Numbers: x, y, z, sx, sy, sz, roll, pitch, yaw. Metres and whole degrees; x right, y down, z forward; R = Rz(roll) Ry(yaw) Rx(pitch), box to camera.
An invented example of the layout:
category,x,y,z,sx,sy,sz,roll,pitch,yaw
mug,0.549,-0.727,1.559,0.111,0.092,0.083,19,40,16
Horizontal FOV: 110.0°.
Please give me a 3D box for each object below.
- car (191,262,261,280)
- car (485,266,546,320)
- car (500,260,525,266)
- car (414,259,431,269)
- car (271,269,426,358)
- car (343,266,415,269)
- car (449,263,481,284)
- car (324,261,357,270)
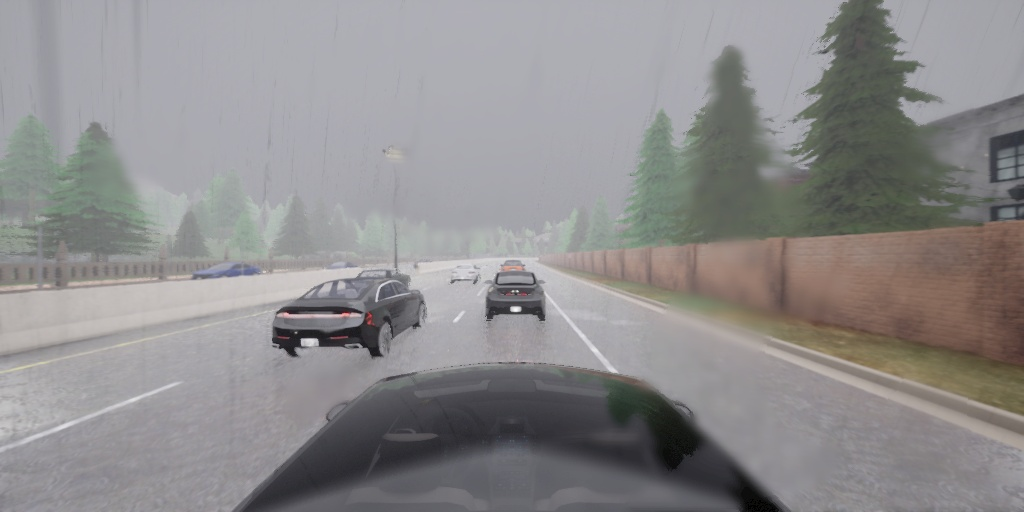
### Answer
category,x,y,z,sx,sy,sz,roll,pitch,yaw
car,-21.090,1.226,26.694,1.882,1.535,5.008,0,0,0
car,0.109,1.257,12.557,1.837,1.490,4.892,0,0,0
car,0.067,1.107,30.560,2.097,1.767,4.553,0,0,0
car,-13.735,1.248,55.508,2.128,1.511,4.902,0,0,2
car,-3.395,1.242,8.456,2.128,1.511,4.902,0,0,0
car,-6.884,1.352,19.006,1.895,1.301,4.718,0,0,0
car,-3.421,1.279,26.889,1.812,1.442,4.674,0,0,0
car,-17.607,1.277,37.061,1.812,1.442,4.674,0,0,0
